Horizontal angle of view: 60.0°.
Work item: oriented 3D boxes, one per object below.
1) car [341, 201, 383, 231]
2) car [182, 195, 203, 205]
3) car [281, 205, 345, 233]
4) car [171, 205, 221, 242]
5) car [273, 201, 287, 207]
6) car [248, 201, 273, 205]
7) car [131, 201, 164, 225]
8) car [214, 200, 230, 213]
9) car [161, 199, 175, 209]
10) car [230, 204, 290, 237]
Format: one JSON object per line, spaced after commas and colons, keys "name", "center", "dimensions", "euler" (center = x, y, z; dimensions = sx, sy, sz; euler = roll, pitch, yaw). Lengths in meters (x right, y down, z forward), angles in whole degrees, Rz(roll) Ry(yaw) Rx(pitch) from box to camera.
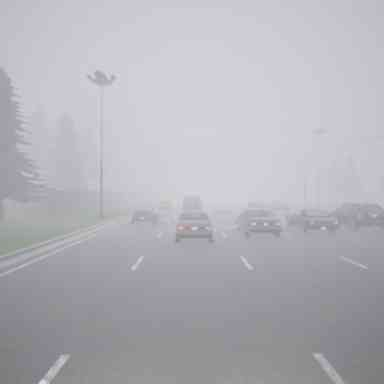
{"name": "car", "center": [10.608, 1.441, 21.508], "dimensions": [2.097, 1.767, 4.553], "euler": [0, 0, 0]}
{"name": "car", "center": [0.056, 1.378, 36.908], "dimensions": [2.150, 2.045, 5.566], "euler": [0, 0, 1]}
{"name": "car", "center": [7.108, 1.685, 20.171], "dimensions": [1.895, 1.301, 4.718], "euler": [0, 0, 0]}
{"name": "car", "center": [0.106, 1.618, 16.727], "dimensions": [2.033, 1.411, 5.357], "euler": [0, 0, 0]}
{"name": "car", "center": [10.582, 1.772, 41.050], "dimensions": [1.895, 1.301, 4.718], "euler": [0, 0, 0]}
{"name": "car", "center": [7.060, 1.702, 36.978], "dimensions": [2.033, 1.411, 5.357], "euler": [0, 0, 1]}
{"name": "car", "center": [-3.391, 1.631, 25.044], "dimensions": [1.812, 1.442, 4.674], "euler": [0, 0, 0]}
{"name": "car", "center": [3.571, 1.689, 39.185], "dimensions": [1.812, 1.442, 4.674], "euler": [0, 0, 0]}
{"name": "car", "center": [-3.396, 1.666, 45.051], "dimensions": [1.882, 1.535, 5.008], "euler": [0, 0, 0]}
{"name": "car", "center": [3.607, 1.625, 18.727], "dimensions": [2.033, 1.411, 5.357], "euler": [0, 0, 0]}
